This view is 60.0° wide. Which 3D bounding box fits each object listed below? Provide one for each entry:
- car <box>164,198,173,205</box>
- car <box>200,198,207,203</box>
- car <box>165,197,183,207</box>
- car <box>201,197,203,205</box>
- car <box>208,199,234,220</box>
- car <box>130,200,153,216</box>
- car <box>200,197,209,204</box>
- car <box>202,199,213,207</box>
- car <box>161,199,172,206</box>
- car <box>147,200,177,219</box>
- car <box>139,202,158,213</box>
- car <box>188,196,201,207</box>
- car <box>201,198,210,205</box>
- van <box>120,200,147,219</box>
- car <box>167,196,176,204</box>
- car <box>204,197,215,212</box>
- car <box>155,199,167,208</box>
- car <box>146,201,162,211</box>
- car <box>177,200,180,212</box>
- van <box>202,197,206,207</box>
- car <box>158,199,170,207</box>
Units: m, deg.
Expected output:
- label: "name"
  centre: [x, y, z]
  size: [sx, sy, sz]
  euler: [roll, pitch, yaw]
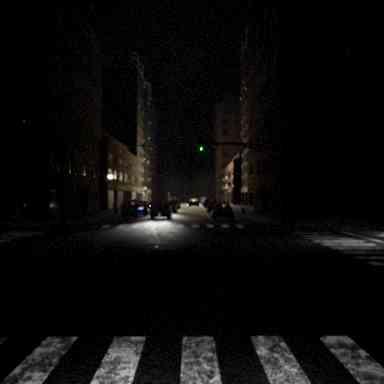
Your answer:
- label: "car"
  centre: [-5.427, 2.230, 77.051]
  size: [1.752, 1.417, 4.829]
  euler: [0, -1, 0]
- label: "car"
  centre: [3.194, 2.421, 94.190]
  size: [1.947, 1.339, 4.313]
  euler: [0, -1, 0]
- label: "car"
  centre: [-2.794, 1.991, 52.595]
  size: [1.837, 1.490, 4.892]
  euler: [0, 0, 0]
- label: "car"
  centre: [3.005, 2.082, 60.346]
  size: [1.752, 1.417, 4.829]
  euler: [0, -1, 0]
- label: "car"
  centre: [2.846, 1.736, 31.833]
  size: [1.967, 1.590, 4.097]
  euler: [0, -1, 0]
- label: "car"
  centre: [-5.648, 1.788, 37.546]
  size: [1.967, 1.590, 4.097]
  euler: [0, -1, 0]
- label: "car"
  centre: [3.130, 2.071, 82.854]
  size: [2.192, 1.841, 5.009]
  euler: [0, -1, 0]
- label: "car"
  centre: [3.036, 2.157, 65.846]
  size: [2.008, 1.369, 4.403]
  euler: [0, -1, 0]
- label: "car"
  centre: [-5.458, 2.201, 71.553]
  size: [1.887, 1.381, 4.507]
  euler: [0, -1, 0]
- label: "car"
  centre: [-2.909, 1.792, 32.366]
  size: [2.128, 1.511, 4.902]
  euler: [0, -1, 0]
- label: "car"
  centre: [-5.616, 1.966, 43.213]
  size: [1.947, 1.339, 4.313]
  euler: [0, -1, 0]
- label: "car"
  centre: [0.347, 2.062, 61.821]
  size: [2.128, 1.511, 4.902]
  euler: [0, -1, 0]
- label: "car"
  centre: [3.099, 2.146, 77.185]
  size: [1.967, 1.590, 4.097]
  euler: [0, -1, 0]
- label: "van"
  centre: [-5.680, 1.637, 31.879]
  size: [1.690, 1.788, 3.998]
  euler: [0, -1, 0]
- label: "car"
  centre: [-5.363, 2.120, 88.559]
  size: [2.192, 1.841, 5.009]
  euler: [0, -1, 0]
- label: "car"
  centre: [2.909, 1.841, 43.170]
  size: [1.967, 1.590, 4.097]
  euler: [0, -1, 0]
- label: "car"
  centre: [-5.522, 2.079, 60.047]
  size: [1.752, 1.417, 4.829]
  euler: [0, -1, 0]
- label: "car"
  centre: [-5.585, 2.035, 48.881]
  size: [1.802, 1.307, 4.206]
  euler: [0, -1, 0]
- label: "car"
  centre: [-2.852, 1.994, 42.444]
  size: [1.895, 1.301, 4.718]
  euler: [0, -1, 0]
- label: "van"
  centre: [2.972, 1.845, 54.509]
  size: [1.690, 1.788, 3.998]
  euler: [0, -1, 0]
- label: "car"
  centre: [-5.490, 2.172, 65.885]
  size: [1.947, 1.339, 4.313]
  euler: [0, -1, 0]
